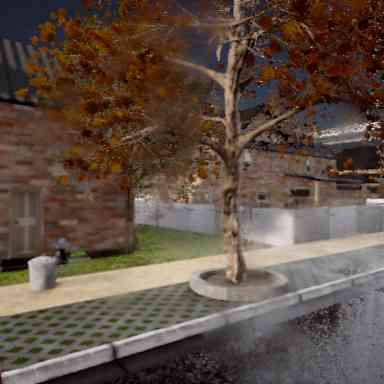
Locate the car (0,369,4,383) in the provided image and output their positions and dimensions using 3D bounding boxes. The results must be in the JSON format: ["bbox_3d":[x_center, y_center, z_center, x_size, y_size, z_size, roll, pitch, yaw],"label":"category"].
[{"bbox_3d":[-3.049,1.527,0.887,4.674,1.442,1.812,0,0,-35],"label":"car"}]
